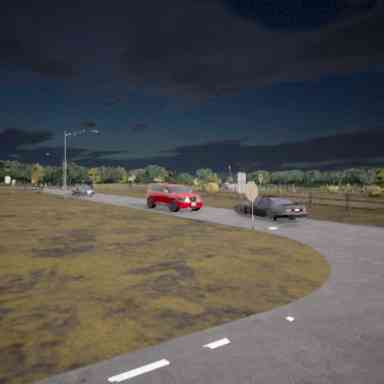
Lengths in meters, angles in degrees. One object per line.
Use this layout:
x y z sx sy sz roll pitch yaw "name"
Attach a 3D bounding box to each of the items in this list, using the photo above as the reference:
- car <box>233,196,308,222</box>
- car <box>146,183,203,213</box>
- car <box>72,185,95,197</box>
4.827 0.983 21.188 2.033 1.411 5.357 0 2 -28 "car"
-1.489 0.383 25.438 2.150 2.045 5.566 -1 3 -36 "car"
-13.961 -0.199 42.685 2.128 1.511 4.902 -1 3 -36 "car"
